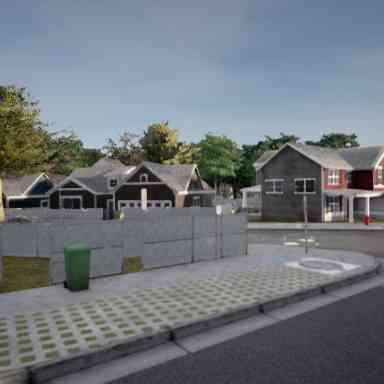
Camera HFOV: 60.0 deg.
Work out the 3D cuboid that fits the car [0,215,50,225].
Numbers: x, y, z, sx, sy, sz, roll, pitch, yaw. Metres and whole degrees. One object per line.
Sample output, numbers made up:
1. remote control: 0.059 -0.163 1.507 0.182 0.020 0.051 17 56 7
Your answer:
1. car: -11.090 2.375 22.829 4.892 1.490 1.837 -1 0 18
